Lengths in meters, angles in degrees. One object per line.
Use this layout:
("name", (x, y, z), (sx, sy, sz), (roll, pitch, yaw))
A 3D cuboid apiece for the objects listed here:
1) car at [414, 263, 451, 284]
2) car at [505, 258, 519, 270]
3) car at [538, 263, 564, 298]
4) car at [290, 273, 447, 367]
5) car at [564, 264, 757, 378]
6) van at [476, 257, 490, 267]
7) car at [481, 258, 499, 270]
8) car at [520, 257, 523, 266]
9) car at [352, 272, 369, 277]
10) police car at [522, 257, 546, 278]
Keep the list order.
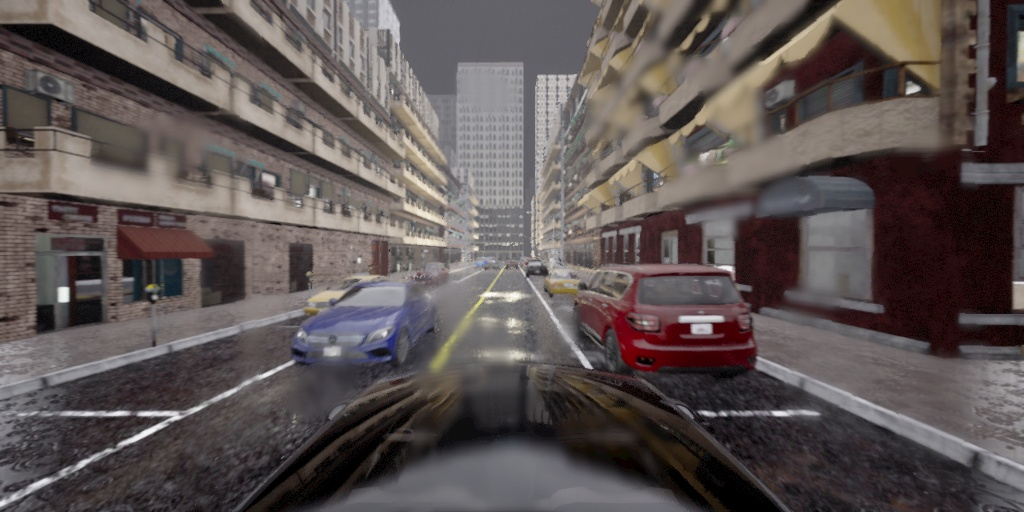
("car", (-5.317, 1.180, 23.837), (1.967, 1.591, 4.097), (0, 0, 0))
("car", (0.003, 1.230, 53.471), (1.837, 1.490, 4.892), (0, 0, 0))
("car", (2.564, 1.268, 18.479), (1.751, 1.417, 4.829), (0, 0, 0))
("car", (-2.860, 1.273, 8.060), (1.812, 1.442, 4.674), (0, 0, 0))
("car", (2.564, 1.062, 7.211), (2.192, 1.841, 5.009), (0, 0, 0))
("van", (-5.318, 1.059, 62.681), (1.690, 1.789, 3.998), (0, 0, 0))
("car", (-2.821, 1.289, 50.345), (1.994, 1.385, 4.181), (0, 0, 0))
("car", (2.563, 1.043, 46.054), (2.192, 1.841, 5.009), (0, 0, 0))
("car", (-5.316, 1.271, 12.569), (1.751, 1.417, 4.829), (0, 0, 0))
("police car", (2.240, 1.160, 33.758), (1.930, 1.638, 5.238), (0, 0, 0))
